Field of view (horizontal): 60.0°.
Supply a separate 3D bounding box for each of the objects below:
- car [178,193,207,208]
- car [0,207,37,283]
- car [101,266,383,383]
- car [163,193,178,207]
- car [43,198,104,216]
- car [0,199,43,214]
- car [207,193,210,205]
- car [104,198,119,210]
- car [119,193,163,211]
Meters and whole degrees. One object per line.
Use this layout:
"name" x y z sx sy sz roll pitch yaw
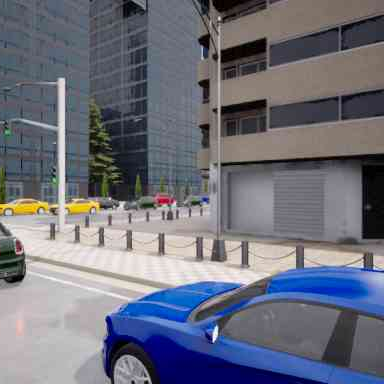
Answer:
"car" -0.300 1.296 48.098 2.097 1.767 4.553 0 0 36
"car" -6.240 1.352 8.441 4.553 1.767 2.097 0 0 36
"car" 1.254 1.478 3.097 5.008 1.535 1.882 0 0 36
"car" -4.908 1.166 47.716 2.150 2.045 5.566 0 0 35
"car" -11.484 1.422 32.675 1.882 1.535 5.008 0 0 36
"car" -16.340 1.422 31.948 1.882 1.535 5.008 0 0 36
"car" 1.118 1.165 55.980 2.150 2.045 5.566 0 0 36
"car" -10.823 1.436 39.554 2.128 1.511 4.902 0 0 36
"car" -6.111 1.296 40.092 2.097 1.767 4.553 0 0 36
